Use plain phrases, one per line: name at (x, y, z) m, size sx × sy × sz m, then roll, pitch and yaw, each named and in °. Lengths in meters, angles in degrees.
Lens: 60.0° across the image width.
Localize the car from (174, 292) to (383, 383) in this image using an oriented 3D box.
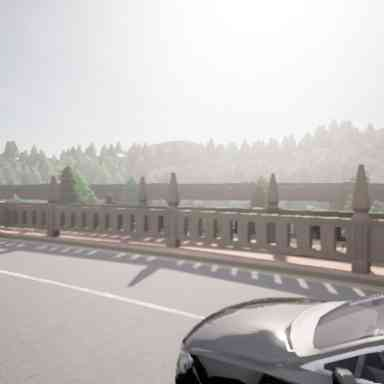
car at (2.058, 1.480, 2.332) m, size 4.902 × 1.511 × 2.128 m, roll 0°, pitch 0°, yaw 36°
